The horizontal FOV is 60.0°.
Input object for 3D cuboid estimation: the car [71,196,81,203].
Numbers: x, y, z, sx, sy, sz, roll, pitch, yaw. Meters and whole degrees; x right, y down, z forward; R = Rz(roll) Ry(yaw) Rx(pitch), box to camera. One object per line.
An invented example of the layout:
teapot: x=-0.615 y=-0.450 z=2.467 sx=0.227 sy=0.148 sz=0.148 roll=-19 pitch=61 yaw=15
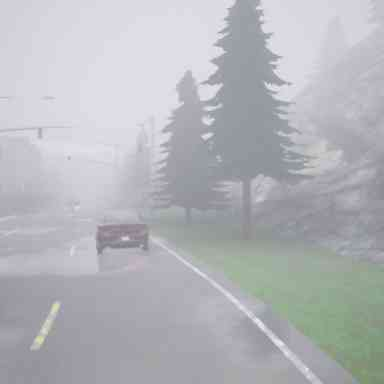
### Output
car: x=-23.507 y=1.479 z=67.398 sx=1.812 sy=1.442 sz=4.674 roll=0 pitch=0 yaw=-17

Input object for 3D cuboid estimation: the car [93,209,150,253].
car: x=-3.010 y=1.460 z=13.839 sx=1.882 sy=1.535 sz=5.008 roll=0 pitch=0 yaw=-17

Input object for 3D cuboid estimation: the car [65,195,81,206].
car: x=-19.046 y=1.331 z=52.950 sx=2.097 sy=1.767 sz=4.553 roll=0 pitch=0 yaw=-17
